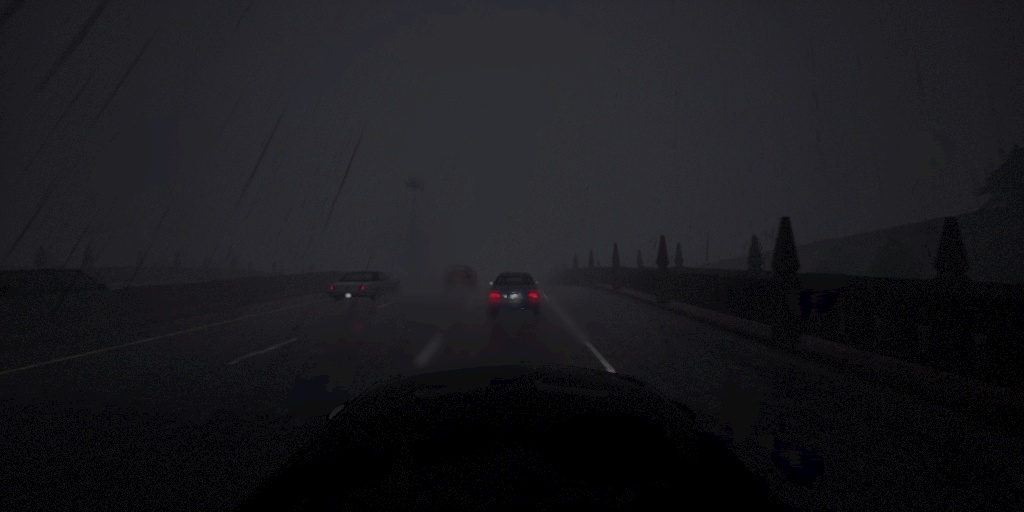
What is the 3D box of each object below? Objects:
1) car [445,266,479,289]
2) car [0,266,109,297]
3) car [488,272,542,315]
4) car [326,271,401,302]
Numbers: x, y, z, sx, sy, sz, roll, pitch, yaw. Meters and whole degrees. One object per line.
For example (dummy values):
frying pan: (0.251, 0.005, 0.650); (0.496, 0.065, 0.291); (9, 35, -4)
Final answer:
car: (-3.404, 1.445, 25.089); (1.882, 1.535, 5.008); (0, -2, 0)
car: (-14.093, 1.120, 9.728); (2.097, 1.767, 4.553); (0, 0, 0)
car: (0.098, 1.324, 13.712); (2.033, 1.411, 5.357); (0, 0, 0)
car: (-6.902, 1.392, 17.341); (1.895, 1.301, 4.718); (0, 0, 0)
